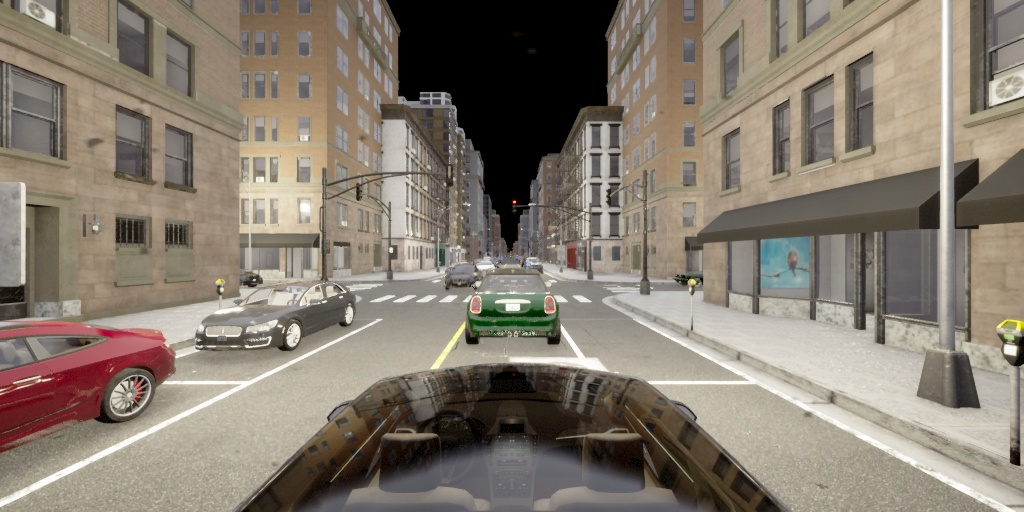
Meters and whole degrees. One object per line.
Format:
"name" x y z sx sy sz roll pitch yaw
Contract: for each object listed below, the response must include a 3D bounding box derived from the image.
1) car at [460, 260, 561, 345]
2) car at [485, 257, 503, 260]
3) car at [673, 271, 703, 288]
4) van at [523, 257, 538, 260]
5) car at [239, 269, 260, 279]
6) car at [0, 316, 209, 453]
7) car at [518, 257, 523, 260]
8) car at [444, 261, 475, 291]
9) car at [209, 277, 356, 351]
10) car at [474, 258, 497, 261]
"car" 0.040 1.102 9.685 2.097 1.767 4.553 0 0 1
"car" -2.850 1.290 54.349 2.033 1.411 5.357 0 0 0
"car" 13.495 1.431 24.079 4.718 1.301 1.895 0 0 0
"van" 2.637 1.084 46.533 1.690 1.789 3.998 0 0 0
"car" -17.145 1.223 21.077 4.181 1.385 1.994 0 0 0
"car" -5.389 1.332 3.161 1.802 1.307 4.207 0 0 0
"car" 2.640 1.056 62.752 2.192 1.841 5.009 0 0 0
"car" -2.849 1.242 21.761 1.837 1.490 4.892 0 0 0
"car" -5.389 1.300 8.843 2.007 1.370 4.403 0 0 0
"car" -2.852 1.271 38.877 1.812 1.442 4.674 0 0 0
